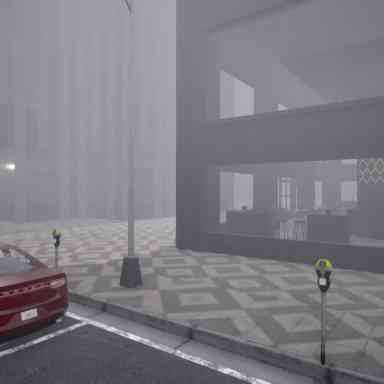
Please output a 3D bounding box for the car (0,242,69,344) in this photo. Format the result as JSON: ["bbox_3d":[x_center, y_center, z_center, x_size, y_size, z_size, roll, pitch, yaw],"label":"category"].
[{"bbox_3d":[-4.044,1.544,5.867,4.507,1.381,1.887,0,0,36],"label":"car"}]
